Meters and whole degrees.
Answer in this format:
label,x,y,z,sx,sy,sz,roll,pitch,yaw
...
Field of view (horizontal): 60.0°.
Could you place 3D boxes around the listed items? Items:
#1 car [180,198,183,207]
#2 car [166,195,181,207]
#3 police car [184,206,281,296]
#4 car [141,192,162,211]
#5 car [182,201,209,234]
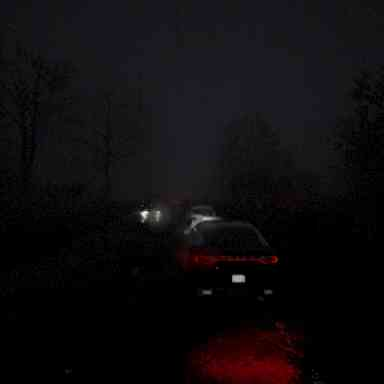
label,x,y,z,sx,sy,sz,roll,pitch,yaw
car,0.243,1.412,24.698,1.837,1.490,4.892,0,0,-3
car,-2.273,1.304,47.032,1.882,1.535,5.008,0,0,-5
police car,0.813,1.391,8.741,1.930,1.638,5.238,0,0,-1
car,-4.767,1.077,39.280,2.150,2.045,5.566,0,0,-5
car,0.519,1.455,18.675,1.812,1.442,4.674,0,0,-2
